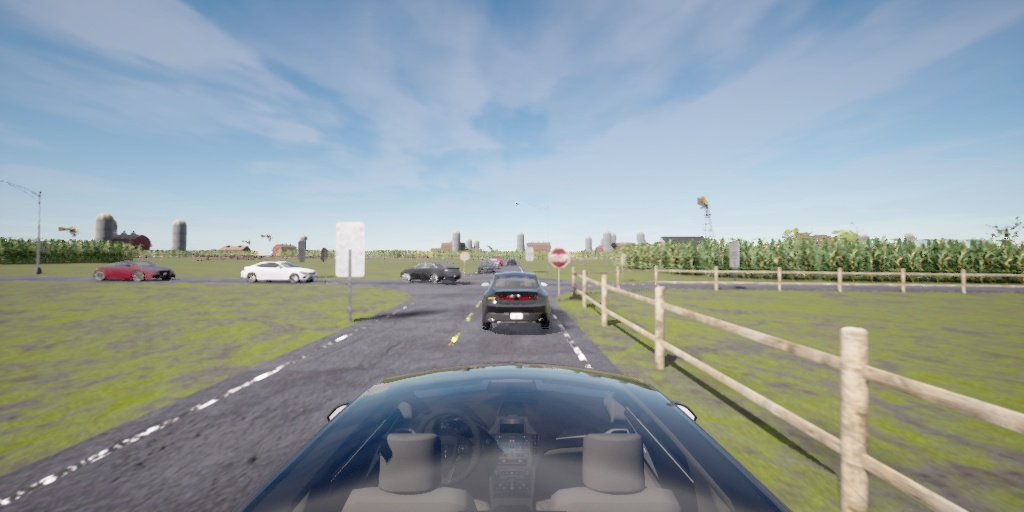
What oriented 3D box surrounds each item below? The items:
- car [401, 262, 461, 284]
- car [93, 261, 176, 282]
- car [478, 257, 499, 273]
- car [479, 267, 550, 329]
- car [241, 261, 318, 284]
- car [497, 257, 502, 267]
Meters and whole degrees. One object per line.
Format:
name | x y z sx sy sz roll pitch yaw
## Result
car | -5.867 1.165 25.563 4.902 1.511 2.128 0 -1 34
car | -25.556 1.009 24.376 4.181 1.385 1.994 1 -1 1
car | -2.848 1.205 41.675 1.837 1.490 4.892 0 0 0
car | 0.077 1.246 11.271 1.837 1.490 4.892 0 0 -1
car | -15.708 1.075 24.299 4.674 1.442 1.812 1 -1 2
car | -2.829 1.207 52.158 1.812 1.442 4.674 0 0 0
